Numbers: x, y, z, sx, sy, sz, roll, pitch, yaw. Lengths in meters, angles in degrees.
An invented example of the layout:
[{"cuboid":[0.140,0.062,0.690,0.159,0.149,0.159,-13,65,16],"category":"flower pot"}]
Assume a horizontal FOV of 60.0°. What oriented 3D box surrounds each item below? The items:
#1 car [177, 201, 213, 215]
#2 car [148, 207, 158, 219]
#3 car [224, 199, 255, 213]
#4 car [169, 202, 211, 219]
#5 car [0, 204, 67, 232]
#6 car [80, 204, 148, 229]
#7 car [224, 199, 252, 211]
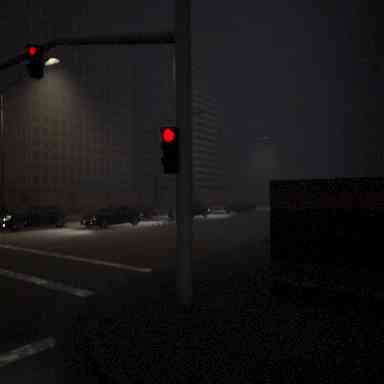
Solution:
[{"cuboid":[0.393,1.839,38.291,1.994,1.385,4.181,-1,-1,36],"category":"car"},{"cuboid":[-5.418,1.824,30.307,2.033,1.411,5.357,-1,-1,36],"category":"car"},{"cuboid":[5.738,1.832,39.681,1.895,1.301,4.718,-1,-1,36],"category":"car"},{"cuboid":[-0.195,1.724,31.539,2.128,1.511,4.902,-1,-1,36],"category":"car"},{"cuboid":[-10.972,1.630,22.631,2.097,1.767,4.553,-1,-1,36],"category":"car"},{"cuboid":[-5.707,1.738,23.951,1.837,1.490,4.892,-1,-1,36],"category":"car"},{"cuboid":[6.525,1.779,46.674,1.837,1.490,4.892,-1,-1,37],"category":"car"}]
